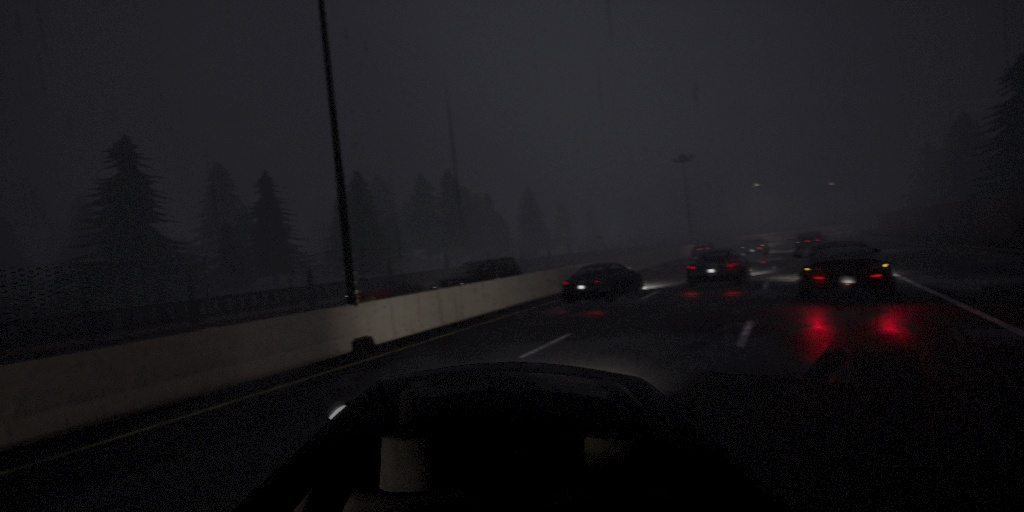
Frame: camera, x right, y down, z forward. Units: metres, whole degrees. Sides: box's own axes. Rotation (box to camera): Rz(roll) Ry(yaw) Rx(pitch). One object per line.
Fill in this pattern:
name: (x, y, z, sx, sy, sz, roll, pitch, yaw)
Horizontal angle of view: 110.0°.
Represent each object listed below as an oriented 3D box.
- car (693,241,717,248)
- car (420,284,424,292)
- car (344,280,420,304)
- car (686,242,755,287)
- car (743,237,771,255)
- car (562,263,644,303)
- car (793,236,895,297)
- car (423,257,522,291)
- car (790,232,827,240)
car: (17.131, -0.506, 31.626, 2.128, 1.511, 4.902, -6, 0, 38)
car: (-3.129, 1.661, 22.945, 1.837, 1.490, 4.892, -6, 0, 38)
car: (-7.916, 2.273, 22.462, 1.895, 1.301, 4.718, -6, 0, 38)
car: (8.807, 0.407, 15.247, 1.994, 1.385, 4.181, -6, 0, 38)
car: (20.051, -0.794, 29.692, 1.812, 1.442, 4.674, -6, 0, 38)
car: (3.689, 0.956, 14.348, 1.994, 1.385, 4.181, -6, 0, 38)
car: (9.589, 0.268, 10.577, 1.812, 1.442, 4.674, -6, 0, 38)
car: (-1.671, 1.206, 19.185, 2.150, 2.045, 5.566, -6, 0, 38)
car: (21.952, -1.030, 26.464, 1.837, 1.490, 4.892, -6, 0, 38)
